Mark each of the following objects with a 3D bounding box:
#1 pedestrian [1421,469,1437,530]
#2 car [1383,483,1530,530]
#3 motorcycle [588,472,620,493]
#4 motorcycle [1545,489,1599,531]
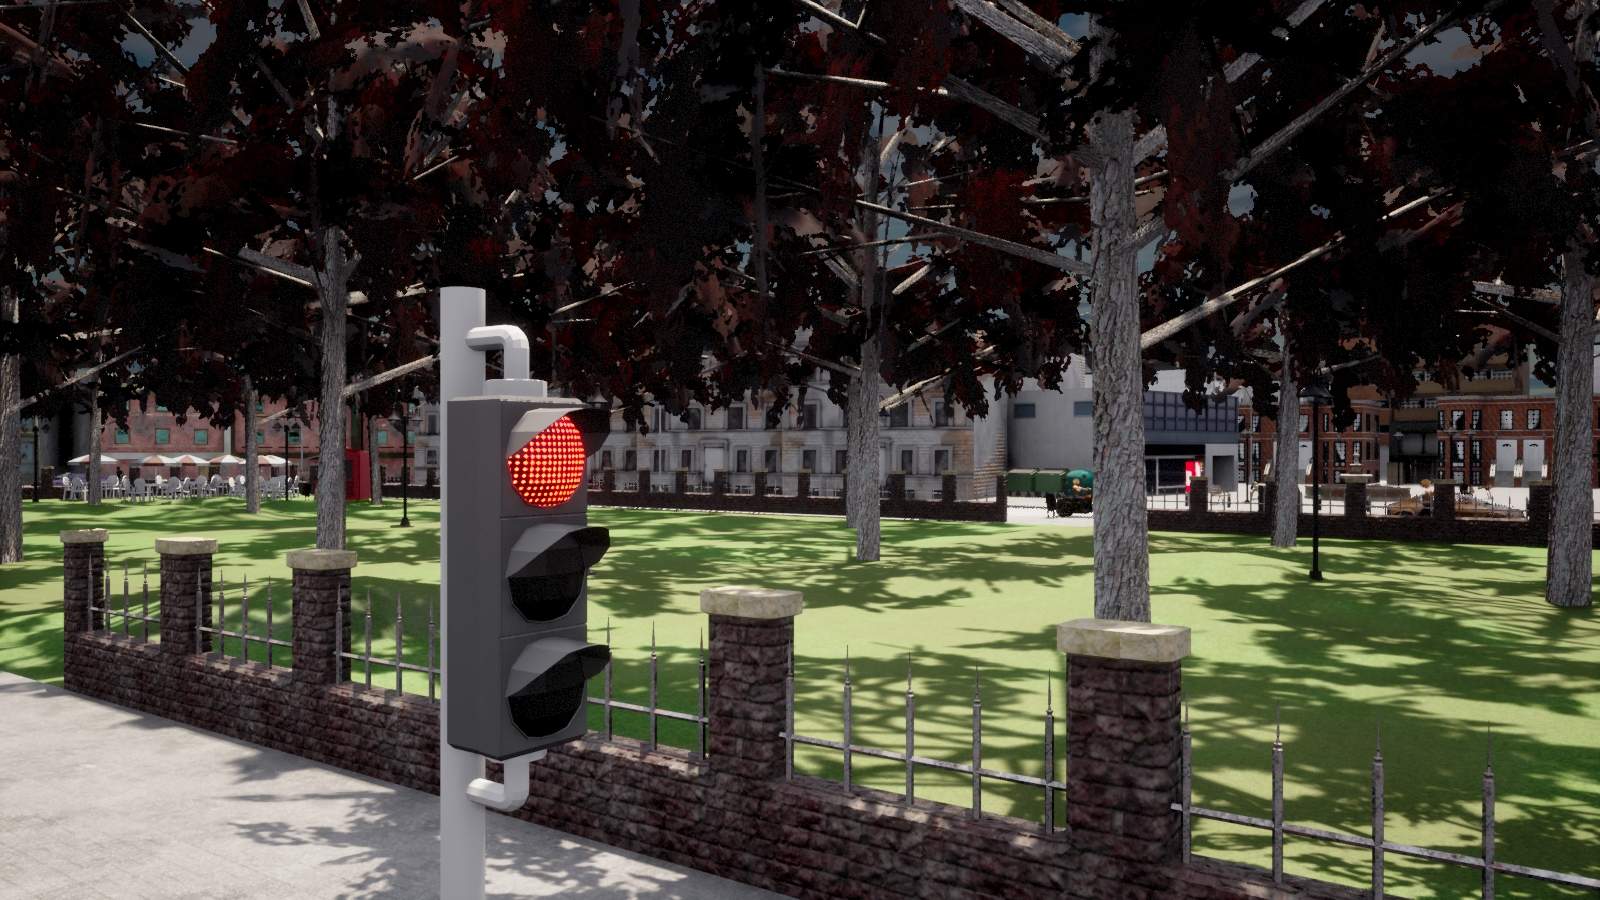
[{"bbox_3d":[19.444,1.523,35.334,0.375,1.860,0.375,0,0,37],"label":"pedestrian"},{"bbox_3d":[22.433,1.898,39.096,4.181,1.385,1.994,0,0,36],"label":"car"},{"bbox_3d":[-11.829,1.962,68.951,1.805,1.236,0.856,0,0,36],"label":"motorcycle"},{"bbox_3d":[25.489,1.950,36.881,2.356,1.277,0.764,0,0,36],"label":"motorcycle"}]
